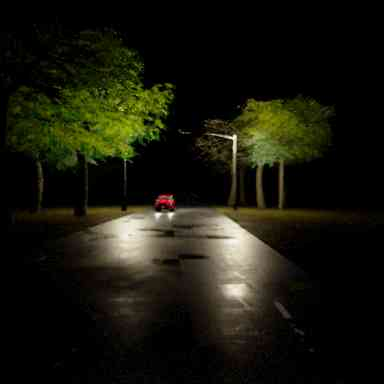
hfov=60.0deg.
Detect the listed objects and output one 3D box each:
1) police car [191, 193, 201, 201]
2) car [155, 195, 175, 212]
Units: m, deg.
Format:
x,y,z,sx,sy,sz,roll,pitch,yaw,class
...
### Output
x,y,z,sx,sy,sz,roll,pitch,yaw,class
1.505,1.657,89.722,1.930,1.638,5.238,0,0,0,police car
-3.403,1.448,42.359,2.150,2.045,5.566,0,0,0,car
